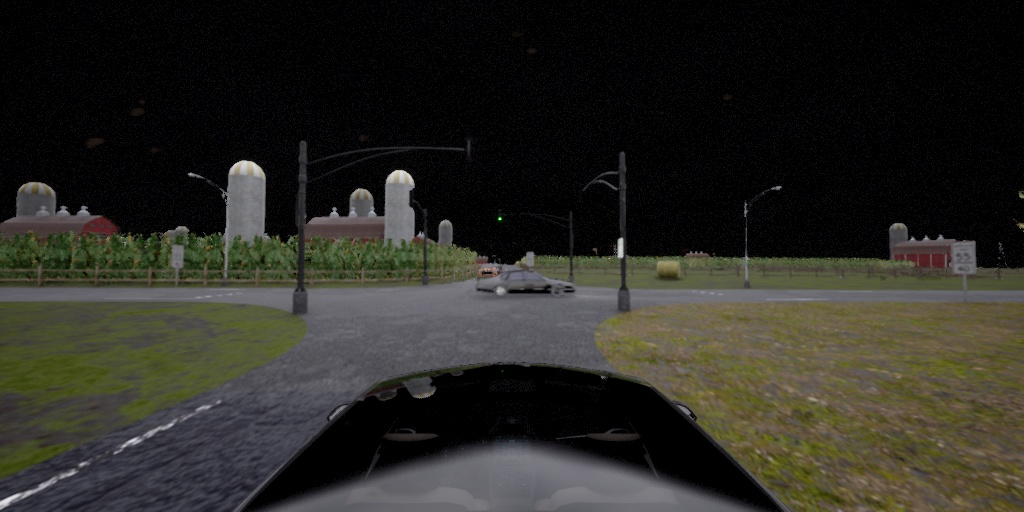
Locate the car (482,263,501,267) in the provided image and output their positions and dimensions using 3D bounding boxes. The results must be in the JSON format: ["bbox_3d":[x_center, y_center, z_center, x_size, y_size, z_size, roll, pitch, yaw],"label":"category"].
[{"bbox_3d":[-2.724,1.633,41.420,2.097,1.767,4.553,0,-1,0],"label":"car"}]

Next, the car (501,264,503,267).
[{"bbox_3d":[-2.747,1.971,55.697,2.128,1.511,4.902,0,-1,0],"label":"car"}]

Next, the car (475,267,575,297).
[{"bbox_3d":[0.676,1.490,19.653,5.357,1.411,2.033,0,-1,-4],"label":"car"}]
